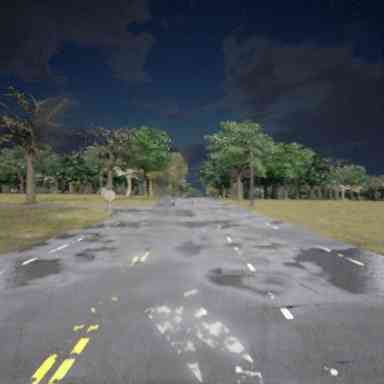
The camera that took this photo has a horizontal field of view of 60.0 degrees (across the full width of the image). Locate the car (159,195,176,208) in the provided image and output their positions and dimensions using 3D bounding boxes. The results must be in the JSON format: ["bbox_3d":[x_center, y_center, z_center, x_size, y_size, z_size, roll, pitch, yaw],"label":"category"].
[{"bbox_3d":[-3.477,1.278,47.564,2.097,1.767,4.553,1,-1,0],"label":"car"}]
